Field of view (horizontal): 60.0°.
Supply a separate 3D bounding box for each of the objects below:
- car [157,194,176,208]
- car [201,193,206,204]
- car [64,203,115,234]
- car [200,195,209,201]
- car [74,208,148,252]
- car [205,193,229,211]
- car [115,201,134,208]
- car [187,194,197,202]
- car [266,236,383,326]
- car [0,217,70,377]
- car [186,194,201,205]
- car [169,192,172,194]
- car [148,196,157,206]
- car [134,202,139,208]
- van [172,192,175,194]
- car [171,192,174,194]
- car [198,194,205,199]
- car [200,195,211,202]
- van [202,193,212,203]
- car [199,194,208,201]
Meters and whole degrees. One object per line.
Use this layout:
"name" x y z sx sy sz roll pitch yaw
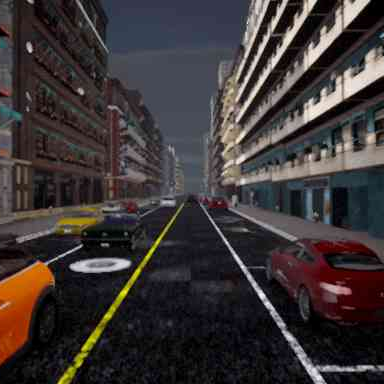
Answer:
"car" -3.092 1.361 43.670 1.812 1.442 4.674 0 0 0
"car" 2.690 1.230 56.480 1.967 1.590 4.097 1 0 0
"car" -5.685 1.457 17.659 1.752 1.417 4.829 1 0 0
"car" 2.686 1.278 73.051 1.887 1.381 4.507 1 0 0
"car" -3.063 1.547 13.898 1.895 1.301 4.718 0 0 0
"car" 2.994 1.206 38.510 2.097 1.767 4.553 0 0 0
"car" -5.686 1.461 23.352 2.008 1.369 4.403 1 0 0
"car" -0.011 1.214 67.944 1.837 1.490 4.892 0 0 0
"car" 2.697 1.556 6.770 1.802 1.307 4.206 1 0 0
"car" -3.092 1.338 3.159 2.097 1.767 4.553 0 0 0
"car" -0.003 1.279 53.243 1.882 1.535 5.008 0 0 0
"car" -5.694 1.302 67.539 2.008 1.369 4.403 1 0 0
"car" -5.691 1.360 50.969 2.008 1.369 4.403 1 0 0
"car" -5.687 1.434 28.876 1.887 1.381 4.507 1 0 0
"van" -5.697 1.002 95.154 1.690 1.788 3.998 1 0 0
"car" -5.695 1.284 73.063 2.008 1.369 4.403 1 0 0
"car" 2.683 1.186 95.314 1.752 1.417 4.829 0 0 0
"car" 2.687 1.297 67.527 1.887 1.381 4.507 1 0 0
"van" 2.690 1.112 62.003 1.690 1.788 3.998 1 0 0
"car" 2.685 1.281 78.575 1.947 1.339 4.313 0 0 0
